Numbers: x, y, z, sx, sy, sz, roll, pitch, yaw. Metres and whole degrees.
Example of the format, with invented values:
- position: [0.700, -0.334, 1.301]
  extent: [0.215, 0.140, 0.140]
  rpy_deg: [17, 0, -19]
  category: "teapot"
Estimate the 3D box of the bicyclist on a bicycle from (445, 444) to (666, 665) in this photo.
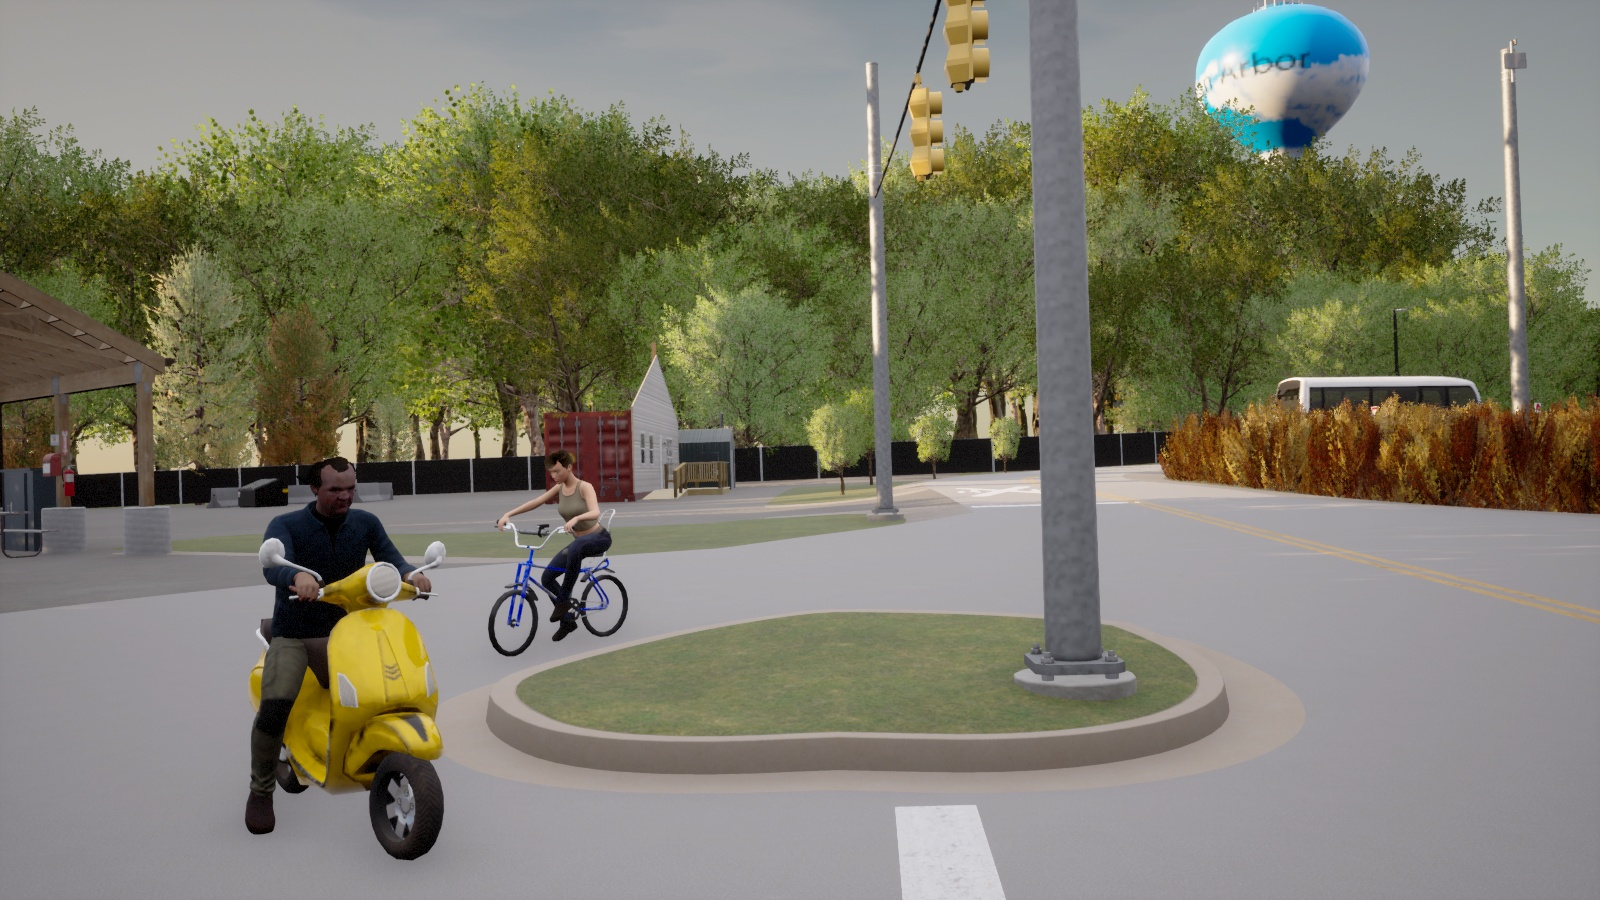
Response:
- position: [-1.980, 0.793, 10.329]
  extent: [0.866, 1.612, 1.509]
  rpy_deg: [-1, 2, 39]
  category: "bicyclist on a bicycle"

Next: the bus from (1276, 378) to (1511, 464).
- position: [30.528, -1.431, 64.924]
  extent: [10.273, 4.253, 3.944]
  rpy_deg: [0, -1, -3]
  category: "bus"

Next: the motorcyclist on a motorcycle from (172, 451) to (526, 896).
- position: [-2.029, 0.809, 5.479]
  extent: [0.866, 1.590, 1.817]
  rpy_deg: [0, 0, -40]
  category: "motorcyclist on a motorcycle"
